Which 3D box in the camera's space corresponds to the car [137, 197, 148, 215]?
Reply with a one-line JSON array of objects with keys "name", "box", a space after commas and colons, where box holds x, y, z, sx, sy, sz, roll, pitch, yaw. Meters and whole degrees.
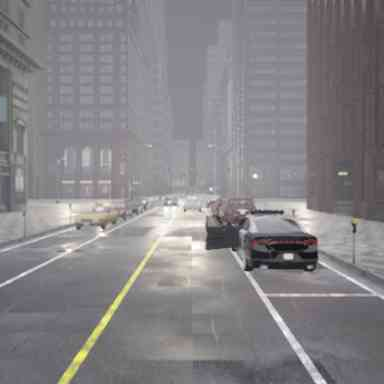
[{"name": "car", "box": [-5.758, 1.403, 31.933, 1.947, 1.339, 4.313, 0, 0, 0]}]

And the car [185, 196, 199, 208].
[{"name": "car", "box": [0.011, 1.300, 45.643, 1.812, 1.442, 4.674, 0, 0, 0]}]

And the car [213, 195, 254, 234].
[{"name": "car", "box": [2.763, 1.206, 20.659, 2.192, 1.841, 5.009, 0, 0, 0]}]

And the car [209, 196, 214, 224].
[{"name": "car", "box": [2.765, 1.179, 26.296, 2.192, 1.841, 5.009, 0, 0, 0]}]

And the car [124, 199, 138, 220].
[{"name": "car", "box": [-5.759, 1.446, 26.296, 1.802, 1.307, 4.206, 0, 0, 0]}]

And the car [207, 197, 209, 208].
[{"name": "car", "box": [2.767, 1.403, 31.933, 1.947, 1.339, 4.313, 0, 0, 0]}]

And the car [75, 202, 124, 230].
[{"name": "car", "box": [-5.761, 1.418, 20.489, 1.752, 1.417, 4.829, 0, 0, 0]}]

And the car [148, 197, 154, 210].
[{"name": "car", "box": [-5.757, 1.377, 37.569, 1.947, 1.339, 4.313, 0, 0, 0]}]

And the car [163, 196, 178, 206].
[{"name": "car", "box": [-3.009, 1.258, 47.673, 2.128, 1.511, 4.902, 0, 0, 0]}]

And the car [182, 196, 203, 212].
[{"name": "car", "box": [0.063, 1.347, 35.522, 1.812, 1.442, 4.674, 0, 0, 0]}]

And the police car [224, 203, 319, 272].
[{"name": "police car", "box": [2.369, 1.367, 10.752, 1.930, 1.638, 5.238, 0, 0, 0]}]
